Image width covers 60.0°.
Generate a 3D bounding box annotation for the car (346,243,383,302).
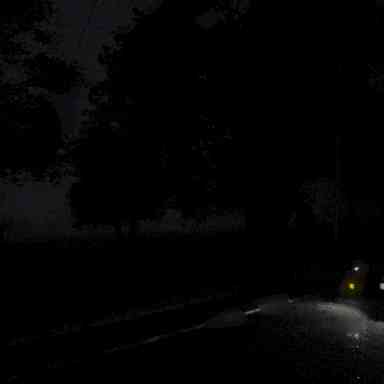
[{"bbox_3d":[5.364,1.681,7.526,4.181,1.385,1.994,1,-1,-36],"label":"car"}]
